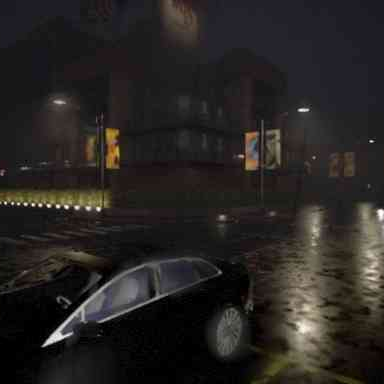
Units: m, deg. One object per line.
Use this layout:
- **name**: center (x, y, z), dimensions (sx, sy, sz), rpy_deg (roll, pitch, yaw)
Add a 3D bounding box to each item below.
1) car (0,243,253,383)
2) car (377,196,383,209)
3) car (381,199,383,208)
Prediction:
- **car**: center (-1.090, 1.455, 3.898), dimensions (2.128, 1.511, 4.902), rpy_deg (0, 1, 40)
- **car**: center (22.350, 1.106, 37.522), dimensions (2.128, 1.511, 4.902), rpy_deg (0, 1, 40)
- **car**: center (14.773, 1.286, 23.074), dimensions (1.812, 1.442, 4.674), rpy_deg (0, 1, 40)
